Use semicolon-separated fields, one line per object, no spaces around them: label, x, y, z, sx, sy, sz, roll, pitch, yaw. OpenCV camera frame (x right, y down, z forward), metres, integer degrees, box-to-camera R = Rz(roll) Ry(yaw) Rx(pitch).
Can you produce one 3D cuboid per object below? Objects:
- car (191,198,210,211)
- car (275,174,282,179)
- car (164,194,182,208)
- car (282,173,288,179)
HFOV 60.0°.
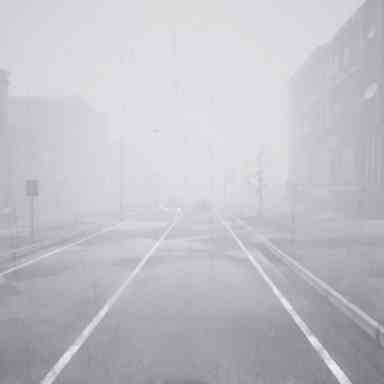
car;1.000;1.375;38.625;1.812;1.442;4.674;0;0;1
car;24.632;-4.009;88.941;2.097;1.535;5.008;0;1;-2
car;-2.446;1.163;44.313;2.097;1.767;4.553;0;0;1
car;24.965;-4.012;83.425;2.185;1.767;4.553;0;1;-3
